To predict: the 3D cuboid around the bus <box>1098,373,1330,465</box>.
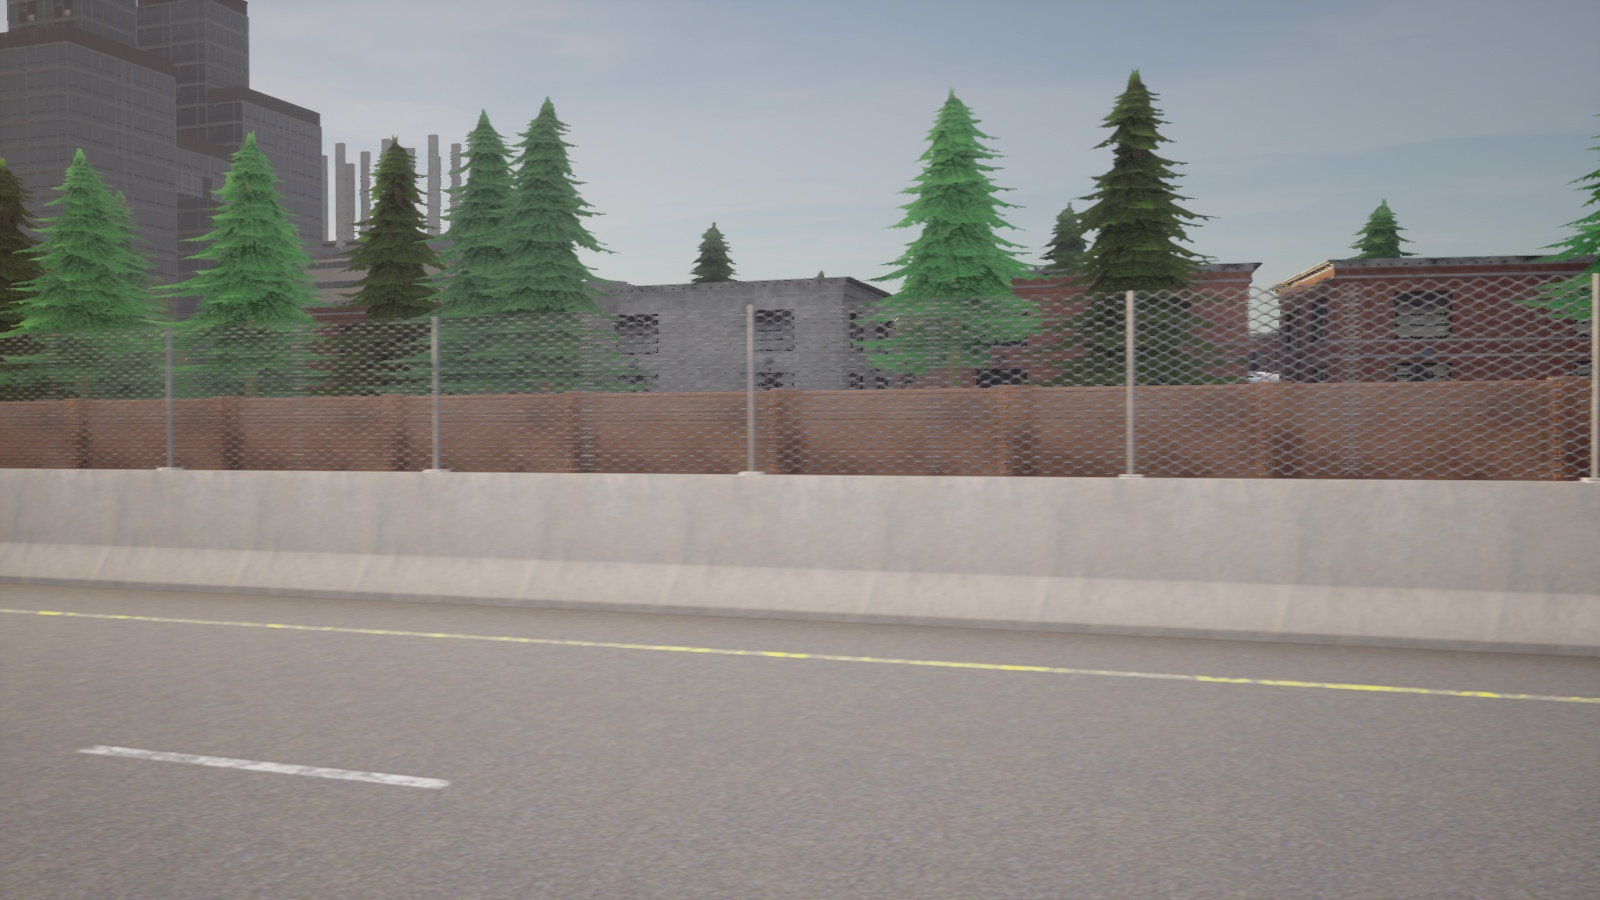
[{"bbox_3d":[19.700,-1.485,60.605,10.273,4.253,3.944,0,1,12],"label":"bus"}]
